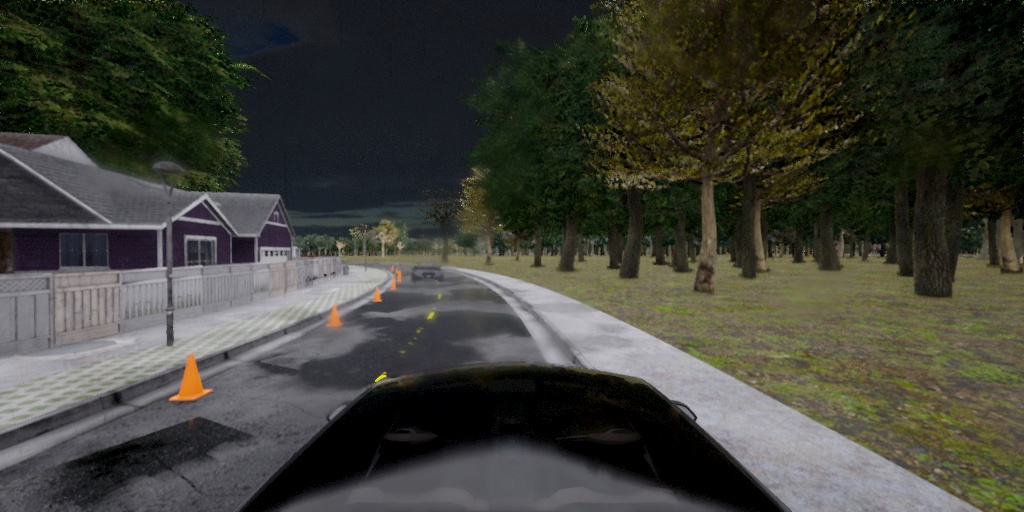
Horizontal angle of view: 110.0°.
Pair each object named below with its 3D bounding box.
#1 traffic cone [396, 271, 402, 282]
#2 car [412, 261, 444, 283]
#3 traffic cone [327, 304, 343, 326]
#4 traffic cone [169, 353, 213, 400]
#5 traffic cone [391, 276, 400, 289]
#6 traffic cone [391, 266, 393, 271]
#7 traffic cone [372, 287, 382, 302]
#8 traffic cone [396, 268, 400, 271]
[{"bbox_3d":[-7.603,1.458,24.213,0.340,0.580,0.340,0,0,-15],"label":"traffic cone"},{"bbox_3d":[-5.757,1.062,24.490,1.994,1.385,4.181,0,1,-16],"label":"car"},{"bbox_3d":[-4.885,1.615,9.893,0.340,0.580,0.340,0,0,-6],"label":"traffic cone"},{"bbox_3d":[-4.507,1.669,5.044,0.340,0.580,0.340,0,0,-3],"label":"traffic cone"},{"bbox_3d":[-6.436,1.509,19.492,0.340,0.580,0.340,0,0,-12],"label":"traffic cone"},{"bbox_3d":[-12.628,1.322,37.896,0.340,0.580,0.340,0,0,-25],"label":"traffic cone"},{"bbox_3d":[-5.529,1.562,14.714,0.340,0.580,0.340,0,0,-9],"label":"traffic cone"},{"bbox_3d":[-9.027,1.410,28.864,0.340,0.580,0.340,0,0,-19],"label":"traffic cone"}]
